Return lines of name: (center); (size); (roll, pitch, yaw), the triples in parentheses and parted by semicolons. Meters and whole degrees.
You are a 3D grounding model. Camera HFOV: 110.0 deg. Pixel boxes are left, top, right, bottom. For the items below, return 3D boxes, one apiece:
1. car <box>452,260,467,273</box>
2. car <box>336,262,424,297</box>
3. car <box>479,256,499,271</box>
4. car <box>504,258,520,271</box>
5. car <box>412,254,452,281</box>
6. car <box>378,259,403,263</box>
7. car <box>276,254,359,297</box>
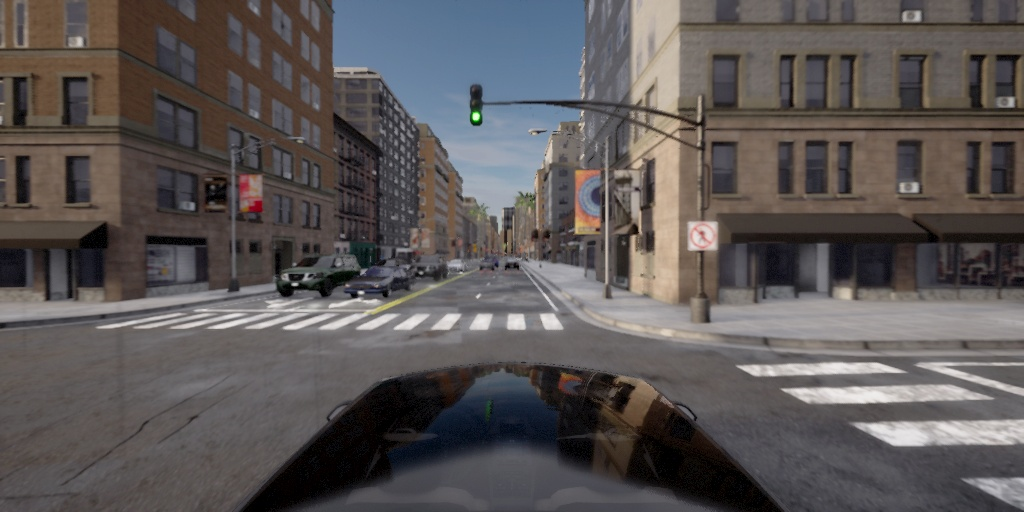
car: (-6.579, 1.161, 42.444); (1.812, 1.442, 4.674); (0, 1, 0)
car: (-6.570, 1.245, 18.642); (2.033, 1.411, 5.357); (0, 0, 4)
car: (-3.251, 1.115, 47.321); (2.128, 1.511, 4.902); (0, 0, 0)
car: (-0.001, 1.101, 47.321); (1.882, 1.535, 5.008); (0, 0, 0)
car: (-6.603, 0.892, 28.896); (2.150, 2.045, 5.566); (0, 0, 0)
car: (-9.842, 1.022, 28.564); (2.097, 1.767, 4.553); (0, 0, 0)
car: (-9.848, 0.918, 18.869); (2.150, 2.045, 5.566); (0, 0, -2)
